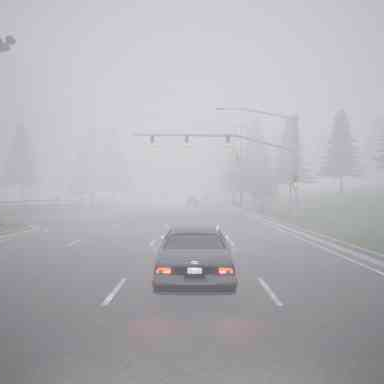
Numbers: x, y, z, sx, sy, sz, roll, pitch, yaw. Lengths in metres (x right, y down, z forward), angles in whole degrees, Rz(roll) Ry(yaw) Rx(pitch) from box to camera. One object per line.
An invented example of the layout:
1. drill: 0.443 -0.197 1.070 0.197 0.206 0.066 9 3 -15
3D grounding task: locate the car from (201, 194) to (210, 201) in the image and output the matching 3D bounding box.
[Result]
1. car: 3.517 1.492 83.533 1.837 1.490 4.892 0 0 0

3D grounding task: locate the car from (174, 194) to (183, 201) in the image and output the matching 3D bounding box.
1. car: -3.483 1.517 83.951 1.812 1.442 4.674 0 0 0

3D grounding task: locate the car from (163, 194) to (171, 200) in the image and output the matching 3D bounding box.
1. car: -6.981 1.385 93.955 1.994 1.385 4.181 0 0 0

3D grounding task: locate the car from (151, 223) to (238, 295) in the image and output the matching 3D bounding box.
1. car: 0.068 1.547 8.852 2.033 1.411 5.357 0 0 0

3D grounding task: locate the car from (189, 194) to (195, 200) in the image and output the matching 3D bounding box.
1. car: 0.019 1.310 93.954 1.882 1.535 5.008 0 0 0

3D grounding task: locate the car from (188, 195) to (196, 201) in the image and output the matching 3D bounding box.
1. car: 0.017 1.531 83.534 2.033 1.411 5.357 0 0 0

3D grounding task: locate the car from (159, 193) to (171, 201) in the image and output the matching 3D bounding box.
1. car: -6.983 1.217 83.565 2.150 2.045 5.566 0 0 0

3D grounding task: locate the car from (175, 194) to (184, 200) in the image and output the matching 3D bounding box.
1. car: -3.481 1.357 93.955 2.128 1.511 4.902 0 0 0

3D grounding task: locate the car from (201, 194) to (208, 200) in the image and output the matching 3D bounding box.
1. car: 3.519 1.310 93.953 1.882 1.535 5.008 0 0 0

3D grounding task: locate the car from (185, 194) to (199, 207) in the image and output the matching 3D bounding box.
1. car: 0.009 1.352 52.891 2.097 1.767 4.553 0 0 0
